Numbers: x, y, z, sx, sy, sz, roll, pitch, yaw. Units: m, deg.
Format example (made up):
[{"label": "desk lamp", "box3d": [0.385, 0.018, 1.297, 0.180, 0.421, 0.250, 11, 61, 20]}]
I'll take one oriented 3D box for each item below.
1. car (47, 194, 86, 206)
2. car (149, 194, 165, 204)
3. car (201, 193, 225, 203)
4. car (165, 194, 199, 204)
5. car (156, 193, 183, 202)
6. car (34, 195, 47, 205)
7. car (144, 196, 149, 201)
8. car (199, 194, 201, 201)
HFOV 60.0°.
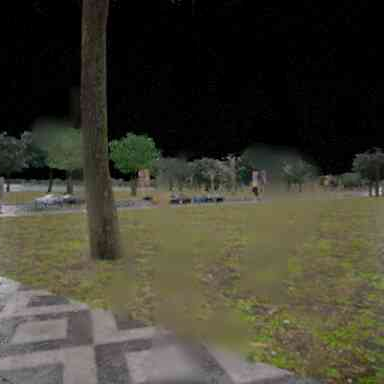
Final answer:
[{"label": "car", "box3d": [-15.969, 1.044, 43.472, 1.812, 1.442, 4.674, 1, 1, 36]}, {"label": "car", "box3d": [-4.106, 1.055, 54.110, 1.882, 1.535, 5.008, 1, 0, 36]}, {"label": "car", "box3d": [4.171, 0.984, 60.110, 2.097, 1.767, 4.553, 1, 1, 36]}, {"label": "car", "box3d": [-1.555, 1.136, 52.093, 1.837, 1.490, 4.892, 1, 0, 36]}, {"label": "car", "box3d": [-4.024, 1.022, 59.863, 2.128, 1.511, 4.902, 1, 1, 36]}, {"label": "car", "box3d": [-18.888, 0.989, 44.976, 1.812, 1.442, 4.674, 1, 1, 36]}, {"label": "car", "box3d": [-6.663, 1.069, 61.762, 1.895, 1.301, 4.718, 1, 1, 36]}, {"label": "car", "box3d": [2.036, 1.124, 62.711, 2.033, 1.411, 5.357, 1, 1, 36]}]
